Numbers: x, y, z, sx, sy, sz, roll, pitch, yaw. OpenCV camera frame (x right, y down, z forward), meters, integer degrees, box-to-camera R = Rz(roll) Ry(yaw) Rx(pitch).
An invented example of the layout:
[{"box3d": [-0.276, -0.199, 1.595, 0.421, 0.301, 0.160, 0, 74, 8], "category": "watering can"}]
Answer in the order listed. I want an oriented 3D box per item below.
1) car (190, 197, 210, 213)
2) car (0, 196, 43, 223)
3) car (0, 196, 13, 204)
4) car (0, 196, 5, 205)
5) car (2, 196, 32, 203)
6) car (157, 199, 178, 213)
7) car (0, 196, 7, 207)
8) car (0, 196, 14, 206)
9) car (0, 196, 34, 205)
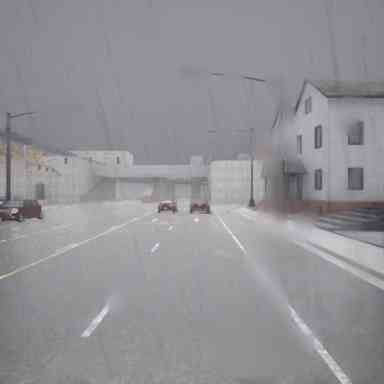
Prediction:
[{"box3d": [0.870, 1.352, 36.700, 2.097, 1.767, 4.553, 0, 0, 1], "category": "car"}, {"box3d": [-13.476, 1.351, 25.743, 2.097, 1.767, 4.553, 0, 0, 1], "category": "car"}, {"box3d": [-30.574, 1.295, 54.204, 1.853, 1.218, 4.536, 0, 0, -35], "category": "car"}, {"box3d": [-30.669, 1.295, 49.517, 1.853, 1.218, 4.536, 0, 0, 45], "category": "car"}, {"box3d": [-31.244, 1.295, 59.499, 1.853, 1.218, 4.536, 0, 0, 30], "category": "car"}, {"box3d": [-2.662, 1.526, 36.787, 1.812, 1.442, 4.674, 0, 0, 2], "category": "car"}, {"box3d": [-30.632, 1.453, 49.554, 2.038, 1.542, 4.974, 0, 0, 45], "category": "car"}, {"box3d": [-30.544, 1.453, 54.162, 2.038, 1.542, 4.974, 0, 0, -35], "category": "car"}, {"box3d": [-31.218, 1.453, 59.544, 2.038, 1.542, 4.974, 0, 0, 30], "category": "car"}]
